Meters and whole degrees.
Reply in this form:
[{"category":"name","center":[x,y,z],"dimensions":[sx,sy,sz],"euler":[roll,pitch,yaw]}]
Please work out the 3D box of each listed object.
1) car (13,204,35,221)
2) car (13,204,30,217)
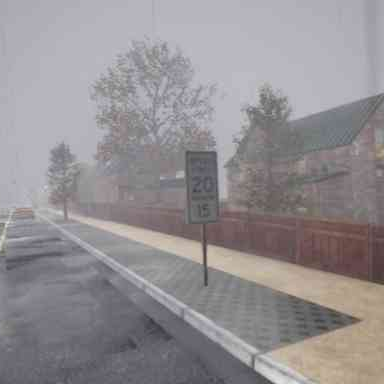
[{"category":"car","center":[-17.459,2.144,34.544],"dimensions":[1.882,1.535,5.008],"euler":[-2,0,-27]},{"category":"car","center":[-23.128,2.405,45.131],"dimensions":[1.837,1.490,4.892],"euler":[-2,0,-28]}]
